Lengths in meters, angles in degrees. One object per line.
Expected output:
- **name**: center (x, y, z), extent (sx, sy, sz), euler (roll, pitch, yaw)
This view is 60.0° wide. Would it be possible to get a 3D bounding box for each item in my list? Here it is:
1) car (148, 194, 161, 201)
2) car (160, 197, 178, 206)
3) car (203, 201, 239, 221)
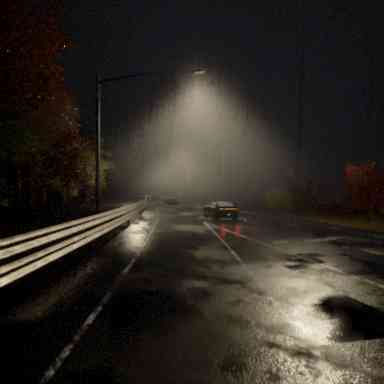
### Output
- **car**: center (-8.044, 1.331, 75.334), extent (2.128, 1.511, 4.902), euler (0, 0, -12)
- **car**: center (-3.564, 1.464, 54.286), extent (1.994, 1.385, 4.181), euler (0, 0, -12)
- **car**: center (2.246, 1.477, 26.958), extent (2.128, 1.511, 4.902), euler (0, 0, -12)
